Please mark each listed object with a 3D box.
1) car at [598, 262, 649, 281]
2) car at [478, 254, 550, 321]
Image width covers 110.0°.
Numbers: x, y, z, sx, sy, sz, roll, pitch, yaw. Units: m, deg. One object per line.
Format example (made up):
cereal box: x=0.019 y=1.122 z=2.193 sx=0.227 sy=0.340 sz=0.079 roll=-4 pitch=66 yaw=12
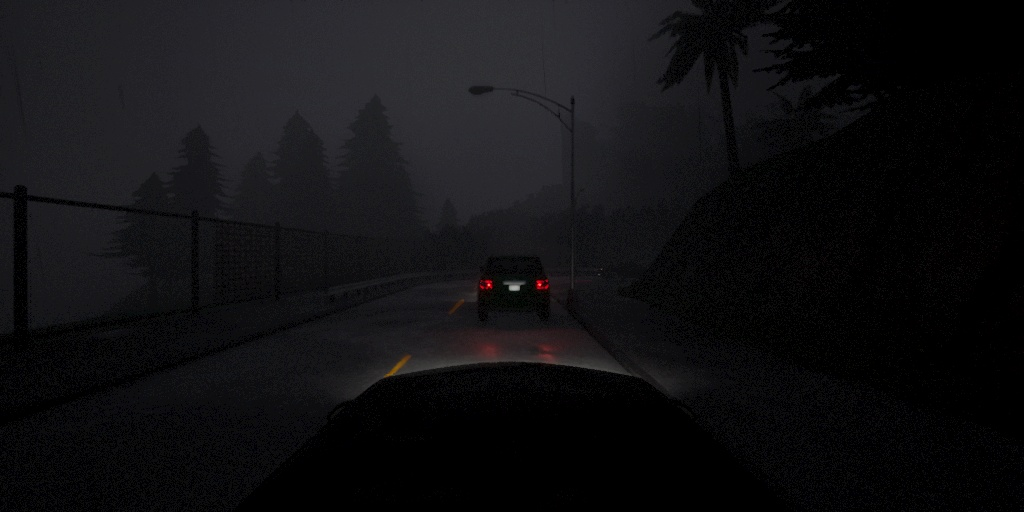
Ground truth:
car: x=9.261 y=1.194 z=28.216 sx=4.892 sy=1.490 sz=1.837 roll=0 pitch=-1 yaw=-2
car: x=0.027 y=0.949 z=12.502 sx=2.150 sy=2.045 sz=5.566 roll=0 pitch=0 yaw=-1
